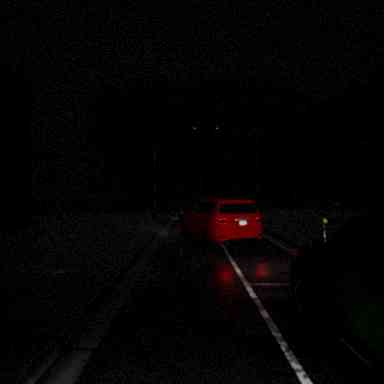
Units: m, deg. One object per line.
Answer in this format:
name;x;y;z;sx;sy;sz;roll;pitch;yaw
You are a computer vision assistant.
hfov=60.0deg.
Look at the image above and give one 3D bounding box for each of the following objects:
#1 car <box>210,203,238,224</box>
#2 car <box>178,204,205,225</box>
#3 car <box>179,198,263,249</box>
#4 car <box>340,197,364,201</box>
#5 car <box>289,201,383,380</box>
car;2.536;1.695;27.290;1.887;1.381;4.507;-1;0;0
car;0.004;1.710;26.505;1.994;1.385;4.181;0;0;1
car;1.132;1.300;15.208;2.150;2.045;5.566;0;-1;-18
car;18.752;1.312;37.802;5.357;1.411;2.033;-1;1;0
car;2.969;1.249;4.145;2.150;2.045;5.566;0;0;0
